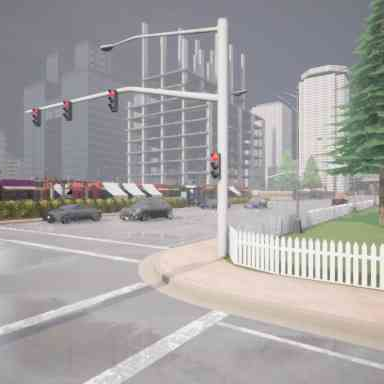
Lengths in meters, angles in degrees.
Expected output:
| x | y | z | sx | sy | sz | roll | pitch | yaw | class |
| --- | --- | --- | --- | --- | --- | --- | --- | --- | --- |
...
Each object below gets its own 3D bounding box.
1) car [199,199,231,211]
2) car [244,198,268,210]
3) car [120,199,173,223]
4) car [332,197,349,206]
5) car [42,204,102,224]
| x | y | z | sx | sy | sz | roll | pitch | yaw | class |
| --- | --- | --- | --- | --- | --- | --- | --- | --- | --- |
| 2.977 | 1.547 | 41.784 | 2.033 | 1.411 | 5.357 | 0 | 0 | 34 | car |
| 8.422 | 1.525 | 43.558 | 1.812 | 1.442 | 4.674 | 0 | 0 | 34 | car |
| -3.484 | 1.352 | 25.978 | 2.097 | 1.767 | 4.553 | 0 | 0 | 34 | car |
| 23.959 | 1.478 | 53.738 | 1.882 | 1.535 | 5.008 | 0 | 0 | 34 | car |
| -8.721 | 1.564 | 24.479 | 1.994 | 1.385 | 4.181 | 0 | 0 | 34 | car |
